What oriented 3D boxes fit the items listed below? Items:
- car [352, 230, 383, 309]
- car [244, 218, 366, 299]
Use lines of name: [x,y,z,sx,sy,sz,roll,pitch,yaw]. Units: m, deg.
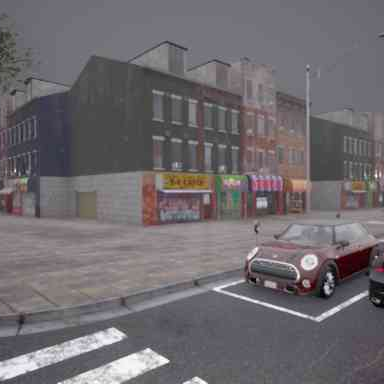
car: [5.265,1.498,6.801,4.892,1.490,1.837,0,0,-43]
car: [3.130,1.439,8.427,4.097,1.590,1.967,0,0,-43]
